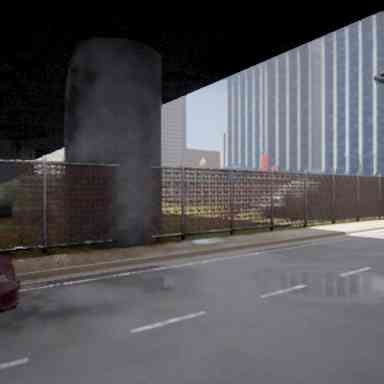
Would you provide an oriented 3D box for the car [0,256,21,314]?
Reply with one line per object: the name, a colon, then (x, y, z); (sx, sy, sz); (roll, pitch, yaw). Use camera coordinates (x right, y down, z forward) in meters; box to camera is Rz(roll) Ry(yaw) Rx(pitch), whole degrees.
car: (-5.042, 1.532, 4.687); (4.674, 1.442, 1.812); (0, 0, -35)
